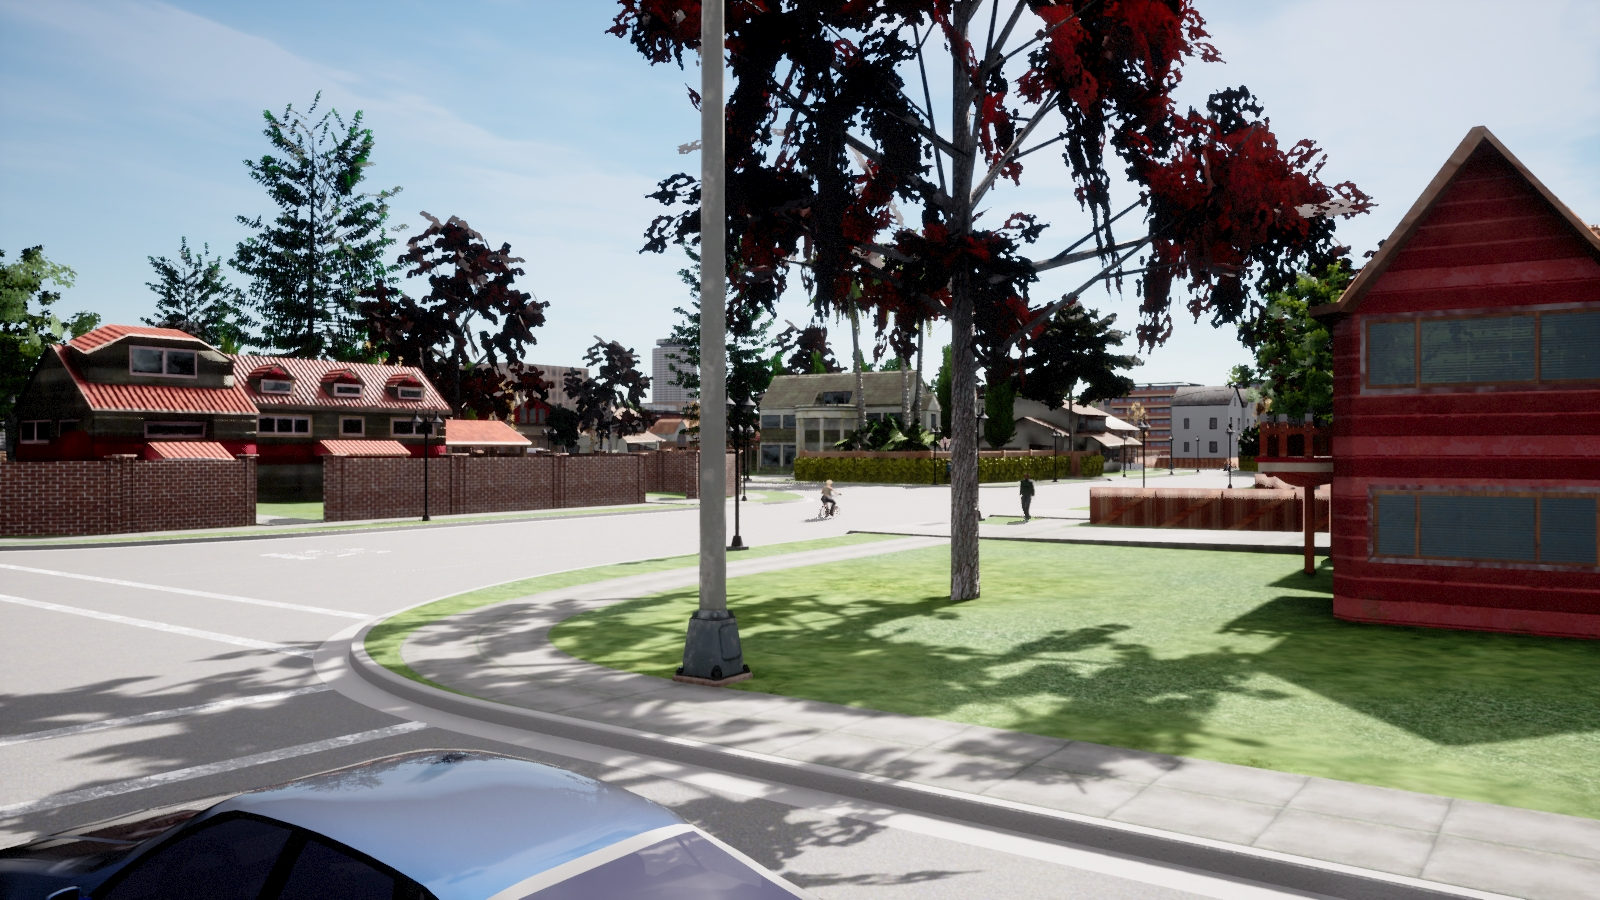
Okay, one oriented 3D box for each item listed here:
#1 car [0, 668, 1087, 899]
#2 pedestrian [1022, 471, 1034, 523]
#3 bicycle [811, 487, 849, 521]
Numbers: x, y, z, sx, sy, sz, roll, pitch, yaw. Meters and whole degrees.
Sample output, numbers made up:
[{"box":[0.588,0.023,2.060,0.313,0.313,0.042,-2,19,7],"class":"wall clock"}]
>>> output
[{"box":[-1.713,2.106,4.943,5.357,1.411,2.033,0,0,36],"class":"car"},{"box":[8.285,1.704,41.563,0.375,1.860,0.375,0,0,21],"class":"pedestrian"},{"box":[1.206,2.145,45.824,0.859,1.301,1.487,0,0,34],"class":"bicycle"}]
